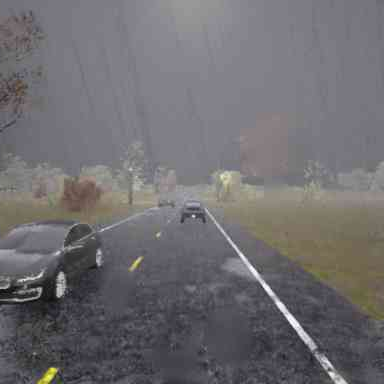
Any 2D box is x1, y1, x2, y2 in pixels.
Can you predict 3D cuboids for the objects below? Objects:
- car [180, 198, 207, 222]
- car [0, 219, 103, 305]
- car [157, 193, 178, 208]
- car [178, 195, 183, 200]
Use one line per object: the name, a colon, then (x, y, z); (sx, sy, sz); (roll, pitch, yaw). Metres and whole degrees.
car: (0.102, 1.490, 26.163); (1.837, 1.490, 4.892); (0, 0, 0)
car: (-3.600, 1.501, 8.304); (1.837, 1.490, 4.892); (0, 0, 0)
car: (-3.583, 1.192, 47.103); (2.150, 2.045, 5.566); (0, 0, 0)
car: (-3.500, 1.478, 87.674); (1.994, 1.385, 4.181); (0, 0, 0)
